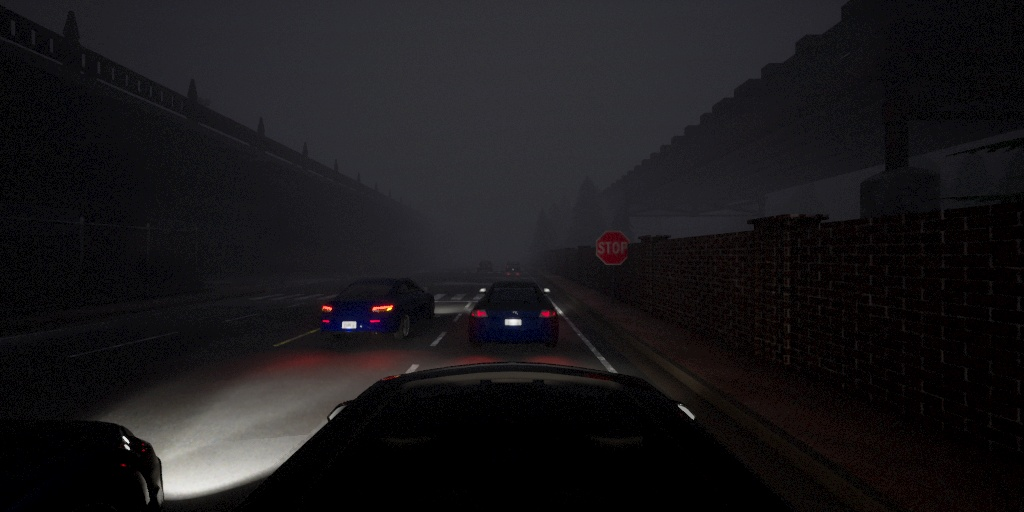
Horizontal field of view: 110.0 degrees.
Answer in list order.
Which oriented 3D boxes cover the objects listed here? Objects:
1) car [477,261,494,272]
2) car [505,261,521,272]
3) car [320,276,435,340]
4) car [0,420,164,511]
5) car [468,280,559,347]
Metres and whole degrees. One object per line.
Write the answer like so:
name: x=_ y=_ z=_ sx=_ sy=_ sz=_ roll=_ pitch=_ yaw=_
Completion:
car: x=-3.398 y=1.297 z=45.932 sx=2.033 sy=1.411 sz=5.357 roll=0 pitch=0 yaw=-1
car: x=0.097 y=1.351 z=46.101 sx=1.895 sy=1.301 sz=4.718 roll=0 pitch=0 yaw=-1
car: x=-3.413 y=1.276 z=9.805 sx=1.812 sy=1.442 sz=4.674 roll=0 pitch=0 yaw=0
car: x=-3.398 y=1.314 z=0.709 sx=1.994 sy=1.385 sz=4.181 roll=0 pitch=0 yaw=0
car: x=0.069 y=1.314 z=9.283 sx=1.994 sy=1.385 sz=4.181 roll=0 pitch=0 yaw=1
